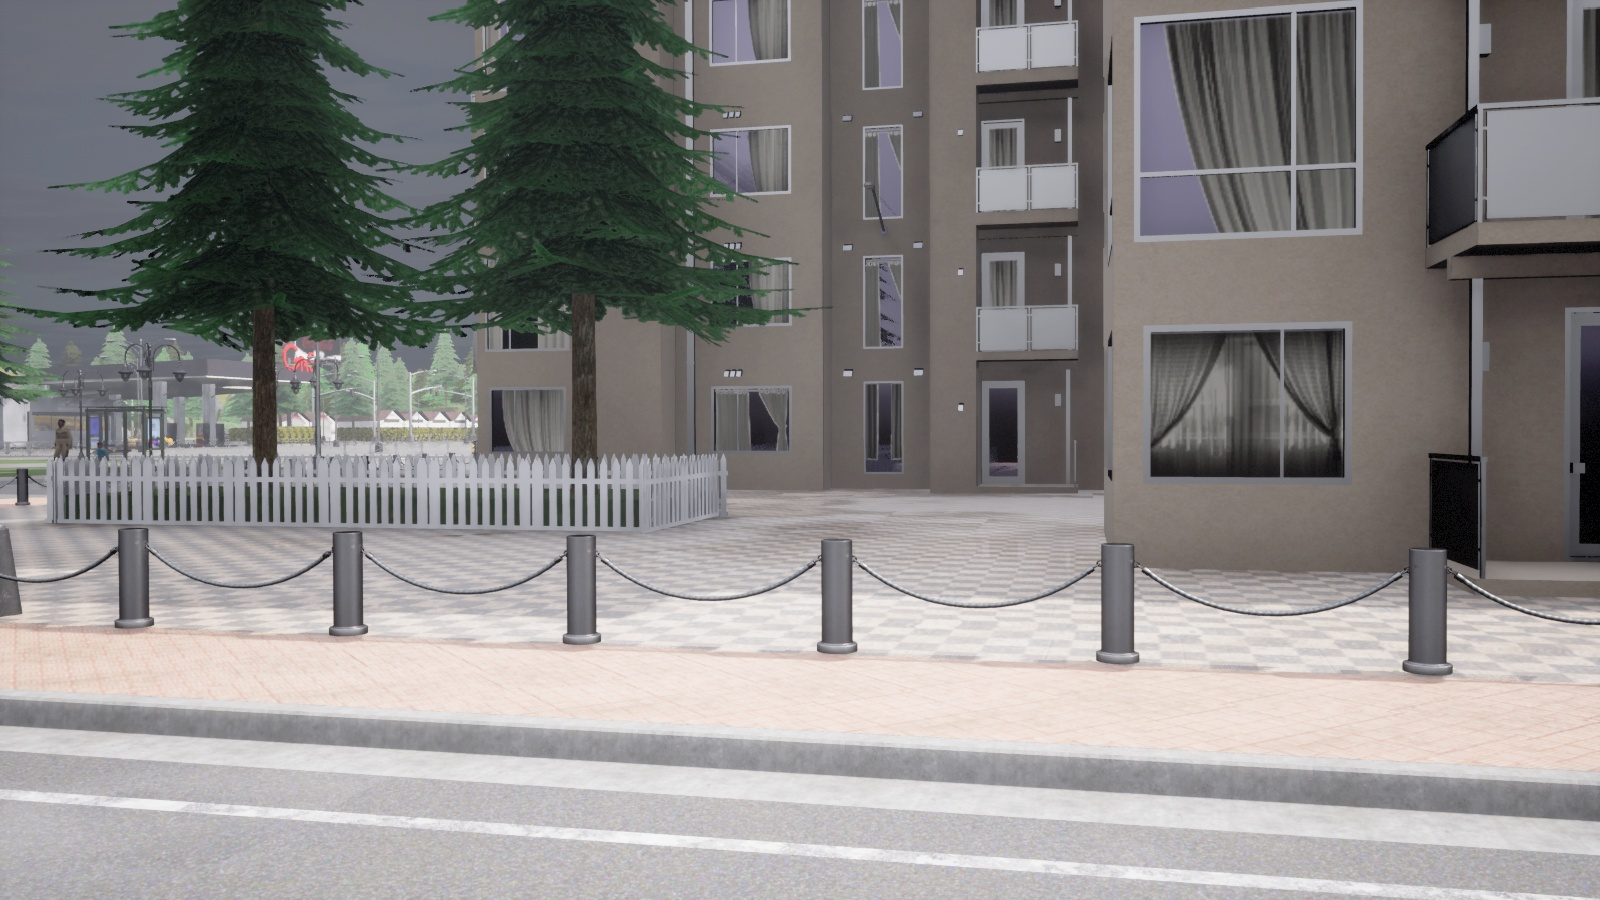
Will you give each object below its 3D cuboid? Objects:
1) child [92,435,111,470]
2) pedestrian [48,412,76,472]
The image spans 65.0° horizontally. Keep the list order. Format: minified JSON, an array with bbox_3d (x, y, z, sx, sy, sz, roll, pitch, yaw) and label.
[{"bbox_3d":[-23.680,0.081,42.594,0.343,1.192,0.448,0,1,12],"label":"child"},{"bbox_3d":[-23.834,-0.267,40.561,0.396,1.930,0.692,0,1,10],"label":"pedestrian"}]
